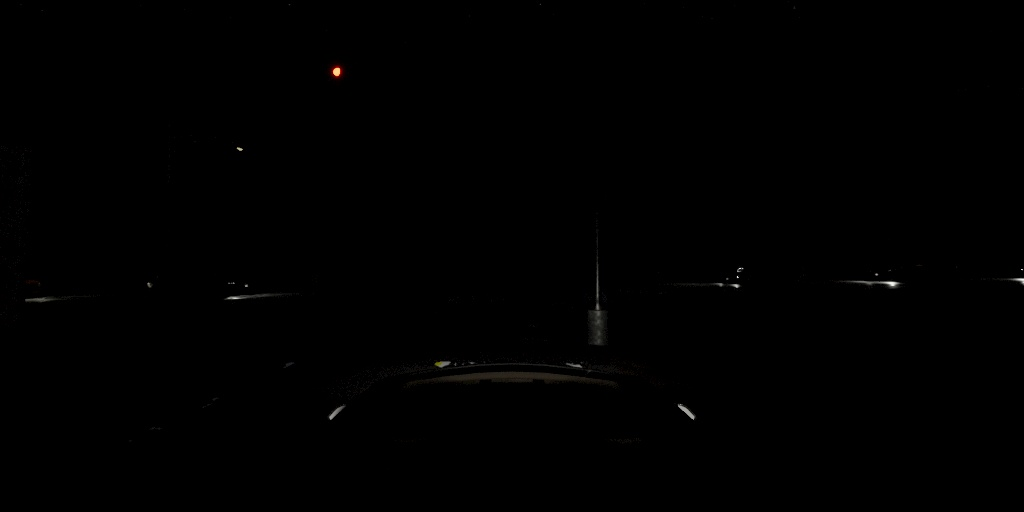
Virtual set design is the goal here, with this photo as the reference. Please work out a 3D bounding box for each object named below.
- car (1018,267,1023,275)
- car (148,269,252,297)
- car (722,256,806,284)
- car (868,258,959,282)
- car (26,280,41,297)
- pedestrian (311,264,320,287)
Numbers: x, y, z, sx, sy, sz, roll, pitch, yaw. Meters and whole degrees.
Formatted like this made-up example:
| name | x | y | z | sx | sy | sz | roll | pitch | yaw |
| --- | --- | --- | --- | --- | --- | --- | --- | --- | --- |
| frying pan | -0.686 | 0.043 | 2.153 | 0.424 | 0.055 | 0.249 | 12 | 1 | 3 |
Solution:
| name | x | y | z | sx | sy | sz | roll | pitch | yaw |
| --- | --- | --- | --- | --- | --- | --- | --- | --- | --- |
| car | 36.727 | 0.751 | 23.359 | 5.357 | 1.411 | 2.033 | -1 | -2 | 0 |
| car | -17.097 | 1.451 | 19.798 | 4.892 | 1.490 | 1.837 | -1 | -2 | 0 |
| car | 16.283 | 0.875 | 23.422 | 4.553 | 1.767 | 2.097 | -1 | -2 | 0 |
| car | 26.132 | 0.891 | 23.394 | 4.674 | 1.442 | 1.812 | -1 | -2 | 1 |
| car | -29.312 | 1.578 | 19.833 | 5.008 | 1.535 | 1.882 | -1 | -2 | 0 |
| pedestrian | -15.058 | 1.466 | 27.397 | 0.375 | 1.860 | 0.375 | 0 | -1 | 0 |
